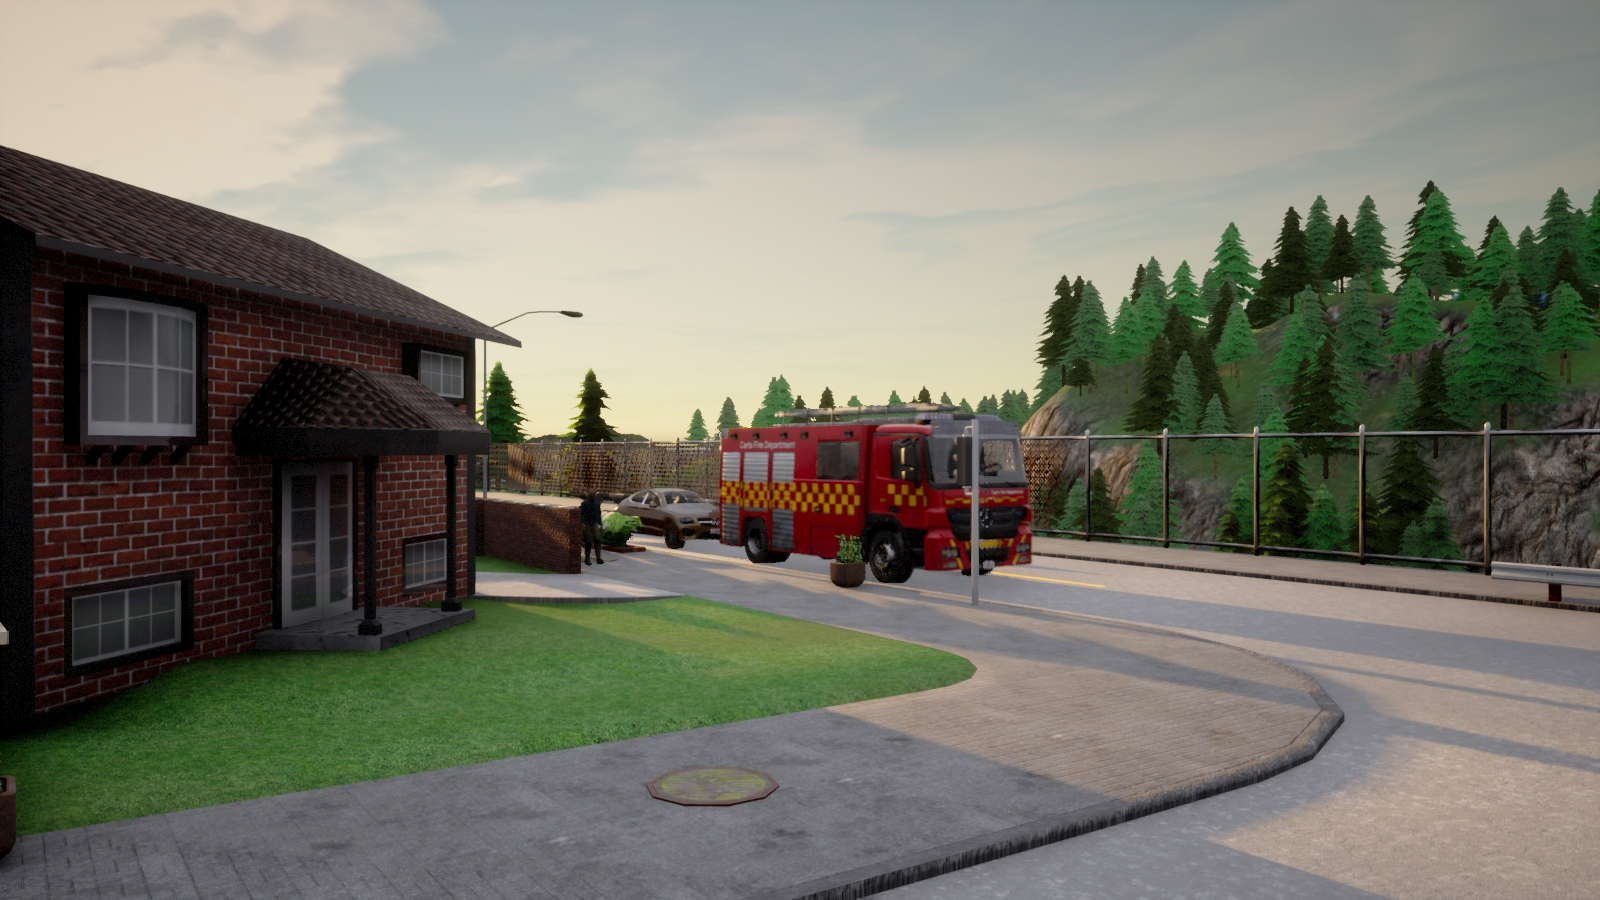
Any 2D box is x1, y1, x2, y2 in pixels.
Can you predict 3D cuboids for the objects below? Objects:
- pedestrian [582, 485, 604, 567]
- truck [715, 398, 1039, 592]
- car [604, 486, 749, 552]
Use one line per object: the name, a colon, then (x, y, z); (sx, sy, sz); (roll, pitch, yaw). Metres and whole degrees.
pedestrian: (-4.791, 1.745, 26.425); (0.375, 1.860, 0.375); (0, 0, -33)
truck: (1.431, 0.891, 26.781); (2.891, 3.827, 8.468); (0, 0, -35)
car: (-3.798, 1.992, 34.262); (2.152, 1.651, 5.027); (0, 0, -35)
